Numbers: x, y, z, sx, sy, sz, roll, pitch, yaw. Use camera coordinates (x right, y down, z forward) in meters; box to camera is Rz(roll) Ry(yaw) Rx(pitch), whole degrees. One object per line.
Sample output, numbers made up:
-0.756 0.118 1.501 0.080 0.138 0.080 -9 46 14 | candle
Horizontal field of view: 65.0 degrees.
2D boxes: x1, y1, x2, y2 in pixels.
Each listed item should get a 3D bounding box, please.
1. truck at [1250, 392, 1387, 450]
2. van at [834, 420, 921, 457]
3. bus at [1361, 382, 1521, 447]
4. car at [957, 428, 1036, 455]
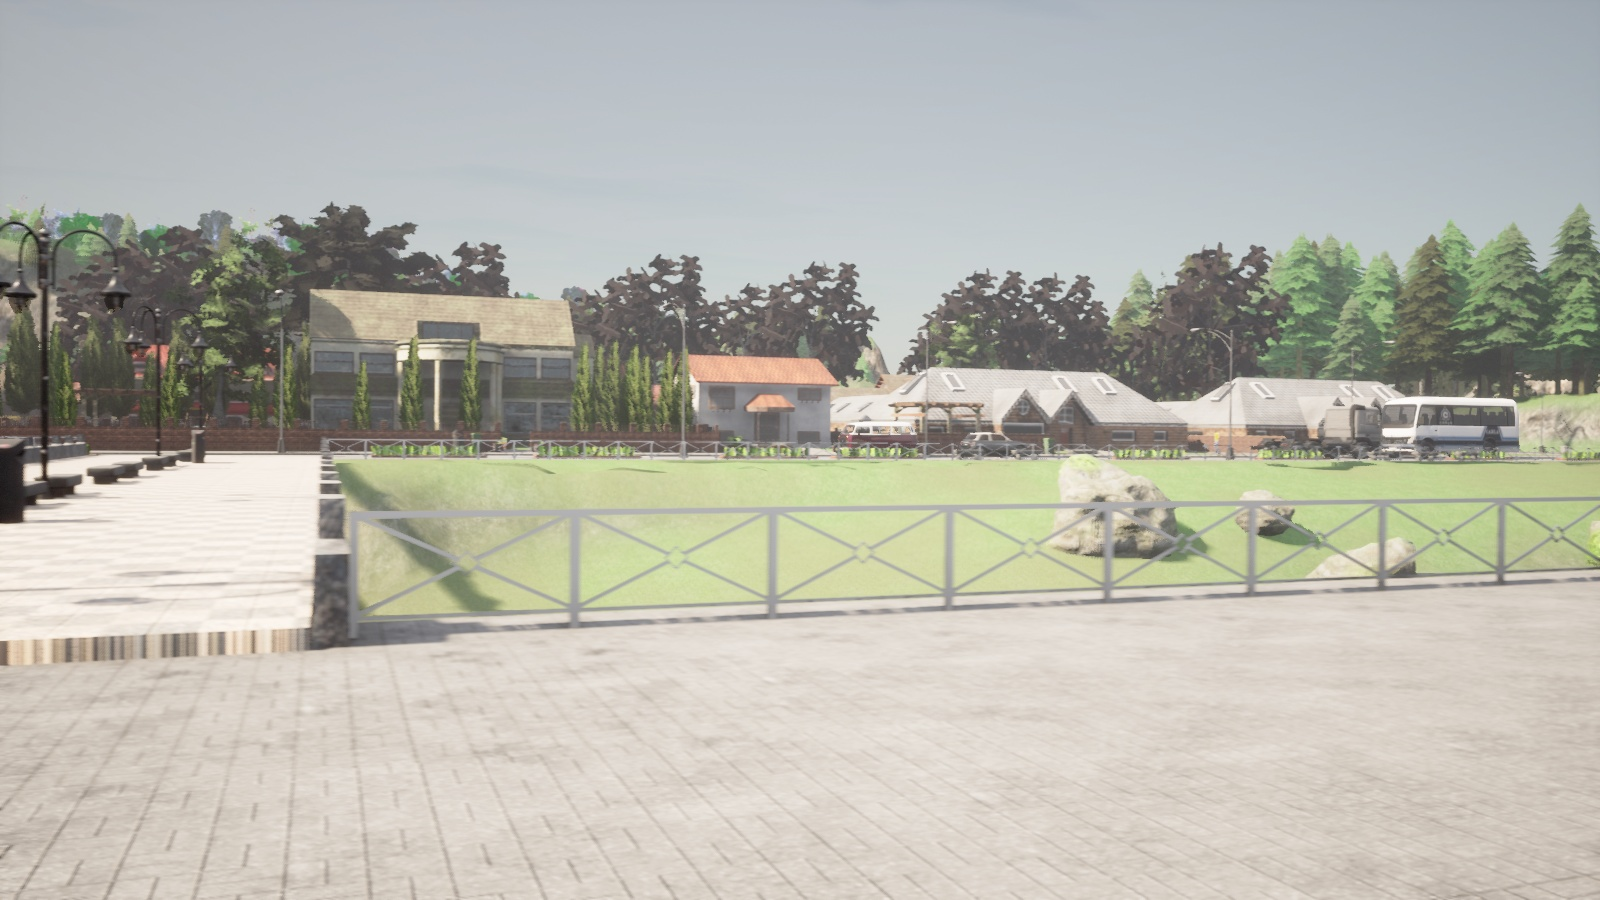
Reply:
32.049 -1.791 77.609 7.936 3.462 2.891 -1 1 -21 | truck
4.398 -0.686 71.405 4.480 2.038 2.069 -1 1 -21 | van
44.147 -2.460 86.471 10.273 4.253 3.944 -1 1 -21 | bus
10.871 -0.485 69.585 3.806 1.475 1.970 -1 1 -21 | car
